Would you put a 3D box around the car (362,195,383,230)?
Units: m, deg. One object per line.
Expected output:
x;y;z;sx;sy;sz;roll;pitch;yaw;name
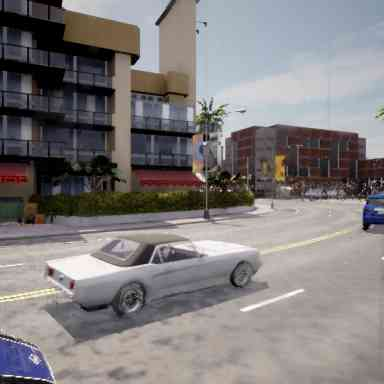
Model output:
11.947;1.214;20.258;2.150;2.045;5.566;0;0;38;car

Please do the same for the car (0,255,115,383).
-2.911;1.350;1.432;4.553;1.767;2.097;0;0;-34;car

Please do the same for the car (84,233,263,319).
-0.573;1.595;7.427;4.718;1.301;1.895;0;0;-39;car
